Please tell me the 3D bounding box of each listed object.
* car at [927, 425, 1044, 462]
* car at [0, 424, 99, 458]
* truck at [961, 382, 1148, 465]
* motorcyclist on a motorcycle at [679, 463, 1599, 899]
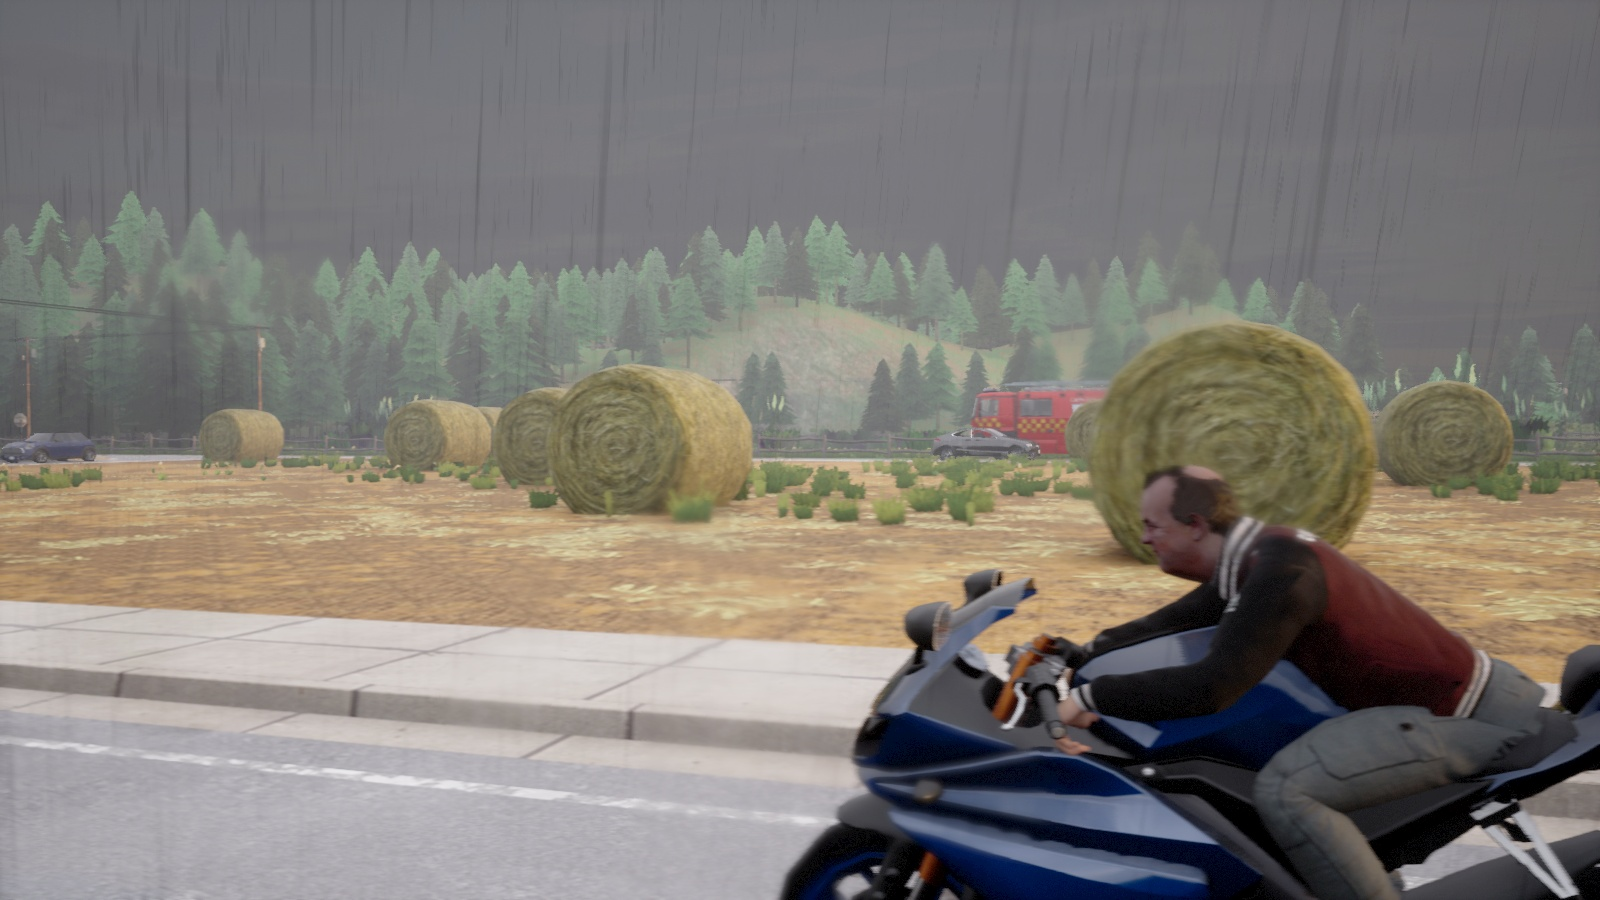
[{"bbox_3d":[8.653,-0.307,58.489,5.027,1.651,2.152,1,1,22],"label":"car"},{"bbox_3d":[-39.808,-0.502,66.439,2.097,1.767,4.553,0,1,17],"label":"car"},{"bbox_3d":[12.291,-1.273,60.761,8.468,3.827,2.891,1,1,22],"label":"truck"},{"bbox_3d":[0.904,0.819,2.889,2.191,1.530,0.866,1,1,19],"label":"motorcyclist on a motorcycle"}]
